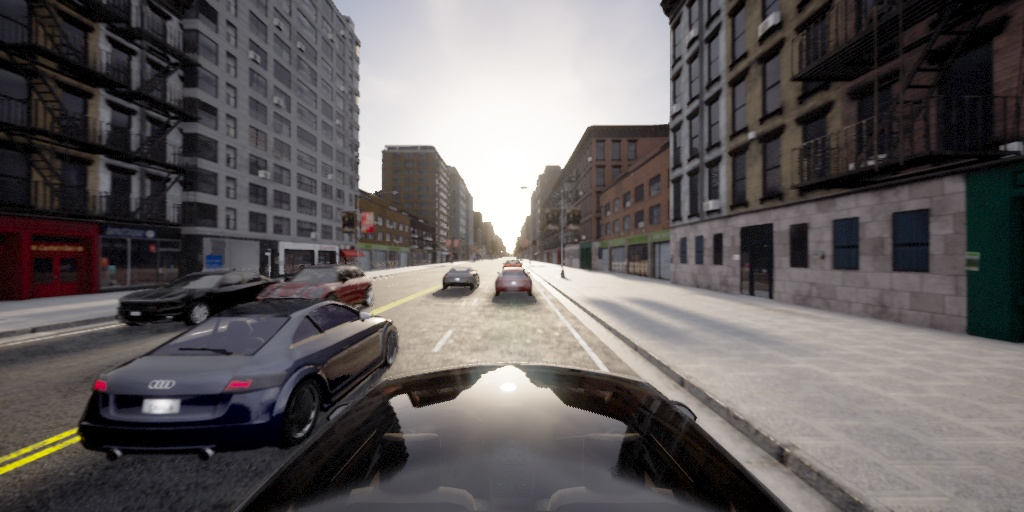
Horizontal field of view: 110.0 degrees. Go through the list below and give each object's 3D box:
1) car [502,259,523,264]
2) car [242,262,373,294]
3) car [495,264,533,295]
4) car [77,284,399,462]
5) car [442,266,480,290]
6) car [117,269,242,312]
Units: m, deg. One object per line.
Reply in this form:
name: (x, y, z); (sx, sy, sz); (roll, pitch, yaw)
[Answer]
car: (0.082, 1.113, 37.616); (2.097, 1.767, 4.553); (0, 0, 0)
car: (-6.603, 1.106, 12.549); (2.097, 1.767, 4.553); (0, 0, 0)
car: (0.092, 1.316, 19.792); (1.994, 1.385, 4.181); (0, 0, 0)
car: (-3.151, 1.316, 5.228); (1.994, 1.385, 4.181); (0, 0, 0)
car: (-3.156, 1.319, 22.758); (1.994, 1.385, 4.181); (0, 0, 0)
car: (-9.855, 1.233, 11.878); (1.882, 1.535, 5.008); (0, 0, 0)
